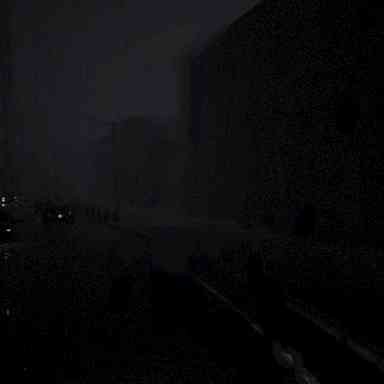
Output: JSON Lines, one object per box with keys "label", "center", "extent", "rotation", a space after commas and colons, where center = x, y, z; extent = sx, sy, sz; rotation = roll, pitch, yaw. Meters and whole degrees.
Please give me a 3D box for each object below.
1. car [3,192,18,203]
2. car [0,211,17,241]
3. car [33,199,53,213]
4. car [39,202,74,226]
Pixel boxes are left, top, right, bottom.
{"label": "car", "center": [-28.944, 0.791, 53.110], "extent": [2.097, 1.767, 4.553], "rotation": [-2, 4, -27]}
{"label": "car", "center": [-10.290, 1.740, 17.449], "extent": [2.033, 1.411, 5.357], "rotation": [-2, 1, -28]}
{"label": "car", "center": [-17.341, 1.518, 38.871], "extent": [1.882, 1.535, 5.008], "rotation": [-2, 2, -28]}
{"label": "car", "center": [-10.175, 1.690, 25.158], "extent": [1.994, 1.385, 4.181], "rotation": [-2, 0, -27]}
